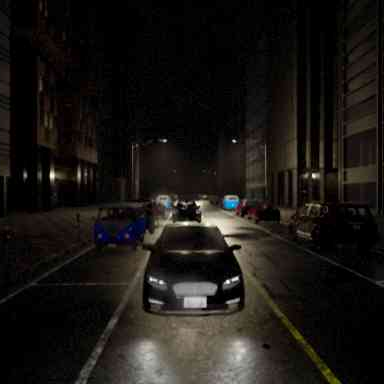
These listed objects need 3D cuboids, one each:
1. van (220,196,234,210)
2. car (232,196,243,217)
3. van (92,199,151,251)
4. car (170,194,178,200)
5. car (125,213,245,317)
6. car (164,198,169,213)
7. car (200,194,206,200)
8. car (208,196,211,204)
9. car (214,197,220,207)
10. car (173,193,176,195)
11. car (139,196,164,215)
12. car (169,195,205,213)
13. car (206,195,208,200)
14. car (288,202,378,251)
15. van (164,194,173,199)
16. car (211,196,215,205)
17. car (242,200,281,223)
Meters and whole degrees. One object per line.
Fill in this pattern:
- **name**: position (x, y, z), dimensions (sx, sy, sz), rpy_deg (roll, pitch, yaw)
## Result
- **van**: position (4.893, 1.348, 42.005), dimensions (1.690, 1.788, 3.998), rpy_deg (0, 0, -2)
- **car**: position (5.204, 1.444, 30.791), dimensions (1.967, 1.590, 4.097), rpy_deg (0, 0, -2)
- **van**: position (-2.850, 1.342, 13.723), dimensions (1.690, 1.788, 3.998), rpy_deg (0, 0, -2)
- **car**: position (-5.031, 1.487, 92.226), dimensions (1.967, 1.590, 4.097), rpy_deg (0, 0, -2)
- **car**: position (-0.021, 1.492, 7.745), dimensions (2.128, 1.511, 4.902), rpy_deg (0, 0, -2)
- **car**: position (-3.318, 1.554, 30.545), dimensions (2.008, 1.369, 4.403), rpy_deg (0, 0, -2)
- **car**: position (3.646, 1.591, 86.860), dimensions (2.008, 1.369, 4.403), rpy_deg (0, 0, -2)
- **car**: position (4.421, 1.537, 58.996), dimensions (1.752, 1.417, 4.829), rpy_deg (0, 0, -2)
- **car**: position (4.737, 1.553, 47.612), dimensions (1.887, 1.381, 4.507), rpy_deg (0, 0, -2)
- **car**: position (-3.940, 1.449, 52.975), dimensions (1.967, 1.590, 4.097), rpy_deg (0, 0, -2)
- **car**: position (-3.006, 1.317, 19.330), dimensions (2.192, 1.841, 5.009), rpy_deg (0, 0, -2)
- **car**: position (-0.407, 1.355, 25.078), dimensions (2.097, 1.767, 4.553), rpy_deg (0, 0, -2)
- **car**: position (4.265, 1.540, 64.603), dimensions (1.752, 1.417, 4.829), rpy_deg (0, 0, -2)
- **car**: position (5.671, 1.316, 13.970), dimensions (2.192, 1.841, 5.009), rpy_deg (0, 0, -2)
- **van**: position (-3.629, 1.347, 41.760), dimensions (1.690, 1.788, 3.998), rpy_deg (0, 0, -2)
- **car**: position (4.581, 1.576, 53.219), dimensions (1.947, 1.339, 4.313), rpy_deg (0, 0, -2)
- **car**: position (5.360, 1.548, 25.184), dimensions (1.887, 1.381, 4.507), rpy_deg (0, 0, -2)
